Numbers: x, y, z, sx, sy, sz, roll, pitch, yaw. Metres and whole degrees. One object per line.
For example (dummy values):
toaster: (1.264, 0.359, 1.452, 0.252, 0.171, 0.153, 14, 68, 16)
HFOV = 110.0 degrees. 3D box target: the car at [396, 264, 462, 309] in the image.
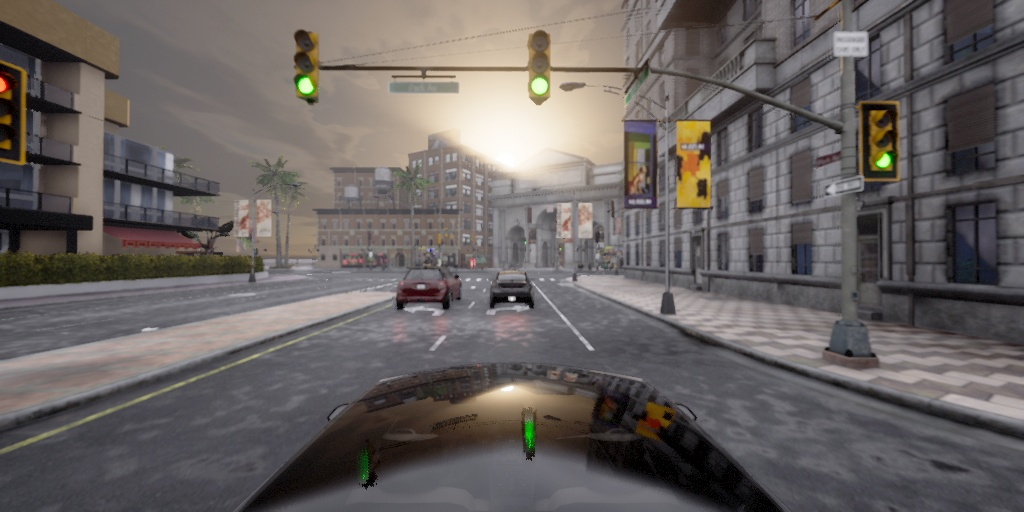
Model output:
car: (-3.501, 1.231, 15.929, 2.097, 1.767, 4.553, 0, -1, 0)

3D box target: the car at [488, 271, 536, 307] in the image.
car: (0.000, 1.391, 16.157, 1.837, 1.490, 4.892, 0, 0, 0)
